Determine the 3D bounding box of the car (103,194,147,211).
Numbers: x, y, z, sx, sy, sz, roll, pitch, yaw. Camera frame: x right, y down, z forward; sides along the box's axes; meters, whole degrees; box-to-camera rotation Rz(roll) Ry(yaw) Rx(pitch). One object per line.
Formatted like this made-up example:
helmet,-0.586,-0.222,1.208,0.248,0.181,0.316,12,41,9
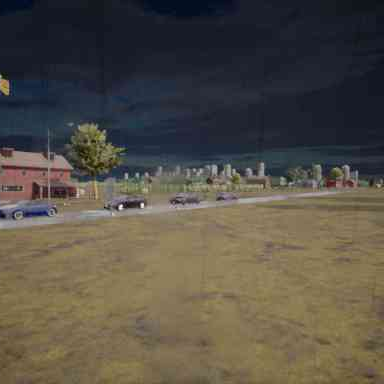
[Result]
car,-6.566,1.009,33.027,1.837,1.490,4.892,1,2,36

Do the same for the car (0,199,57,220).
car,-12.369,1.267,25.014,1.994,1.385,4.181,1,2,34

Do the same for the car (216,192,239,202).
car,5.294,0.651,49.353,1.994,1.385,4.181,1,2,36

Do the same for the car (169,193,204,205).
car,-0.587,0.844,41.285,2.033,1.411,5.357,1,2,36
